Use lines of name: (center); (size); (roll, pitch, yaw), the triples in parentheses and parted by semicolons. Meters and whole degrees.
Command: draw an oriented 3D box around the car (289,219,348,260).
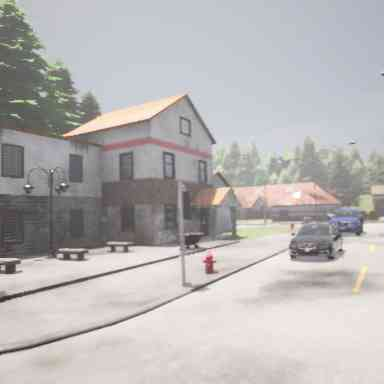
car: (6.084, 2.294, 16.106); (1.837, 1.490, 4.892); (-4, -4, 31)

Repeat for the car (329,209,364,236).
car: (12.642, 2.432, 27.084); (2.150, 2.045, 5.566); (-4, -3, 31)
